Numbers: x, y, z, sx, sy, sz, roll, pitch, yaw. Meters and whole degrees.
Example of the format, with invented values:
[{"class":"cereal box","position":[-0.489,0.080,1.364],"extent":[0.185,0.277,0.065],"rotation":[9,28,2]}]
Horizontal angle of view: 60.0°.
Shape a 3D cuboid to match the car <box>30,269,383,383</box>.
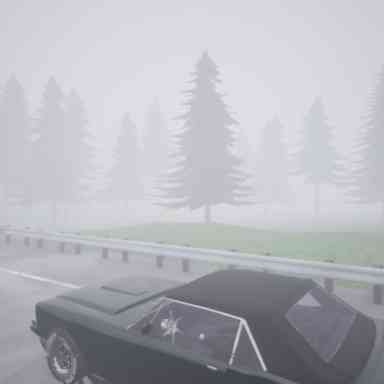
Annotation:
[{"class":"car","position":[0.252,1.594,3.717],"extent":[4.718,1.301,1.895],"rotation":[0,0,35]}]
